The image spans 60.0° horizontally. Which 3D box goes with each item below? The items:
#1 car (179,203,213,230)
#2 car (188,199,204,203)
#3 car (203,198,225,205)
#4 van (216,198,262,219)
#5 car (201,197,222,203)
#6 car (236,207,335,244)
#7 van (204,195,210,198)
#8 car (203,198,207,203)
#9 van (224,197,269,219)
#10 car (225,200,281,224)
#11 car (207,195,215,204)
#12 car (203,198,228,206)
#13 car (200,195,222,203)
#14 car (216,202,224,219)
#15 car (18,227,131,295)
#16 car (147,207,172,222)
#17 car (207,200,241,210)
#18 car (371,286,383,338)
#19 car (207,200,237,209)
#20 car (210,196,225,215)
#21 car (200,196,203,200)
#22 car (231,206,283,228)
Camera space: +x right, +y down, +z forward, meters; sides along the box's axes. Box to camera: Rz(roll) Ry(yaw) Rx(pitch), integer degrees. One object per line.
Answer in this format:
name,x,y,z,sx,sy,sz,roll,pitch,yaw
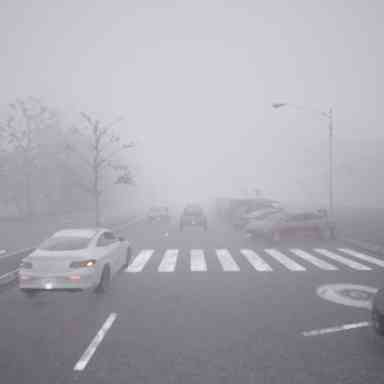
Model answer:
car,0.084,1.814,23.509,2.128,1.511,4.902,0,-1,0
car,0.075,2.040,42.425,2.128,1.511,4.902,0,-1,0
car,5.022,2.114,76.753,4.674,1.452,2.002,0,0,-20
van,4.942,1.696,34.932,4.442,1.987,1.878,1,0,-20
car,5.031,2.078,85.694,4.892,1.521,2.231,0,0,-20
car,5.032,1.728,17.043,4.792,1.488,2.163,1,-1,-20
van,4.930,1.873,58.801,4.442,1.987,1.878,0,0,-20
car,4.869,2.061,49.827,5.366,1.575,1.946,1,0,-20
van,5.163,1.587,26.071,4.442,1.987,1.878,1,-1,-20
car,5.026,1.648,23.035,4.553,1.767,2.185,1,-1,-20
car,5.075,1.709,37.975,5.566,2.045,2.435,1,-1,-20
car,5.056,2.113,70.801,4.792,1.488,2.163,0,0,-20
car,5.047,1.831,88.696,5.566,2.045,2.435,1,0,-20
car,5.046,1.850,29.008,4.892,1.521,2.231,1,-1,-20
car,-2.908,1.686,9.065,1.812,1.442,4.674,0,-1,0
car,-2.919,2.034,30.895,1.895,1.301,4.718,0,-1,0
car,5.066,2.113,52.896,4.792,1.488,2.163,1,0,-20
car,5.038,1.578,5.038,4.792,1.488,2.163,1,0,-20
car,5.033,2.131,55.869,4.674,1.452,2.002,0,0,-20
car,5.027,1.635,31.979,5.566,2.045,2.435,1,-1,-20
car,4.857,2.086,67.738,5.366,1.575,1.946,0,0,-20
car,5.052,1.777,20.061,4.674,1.452,2.002,1,-1,-20
